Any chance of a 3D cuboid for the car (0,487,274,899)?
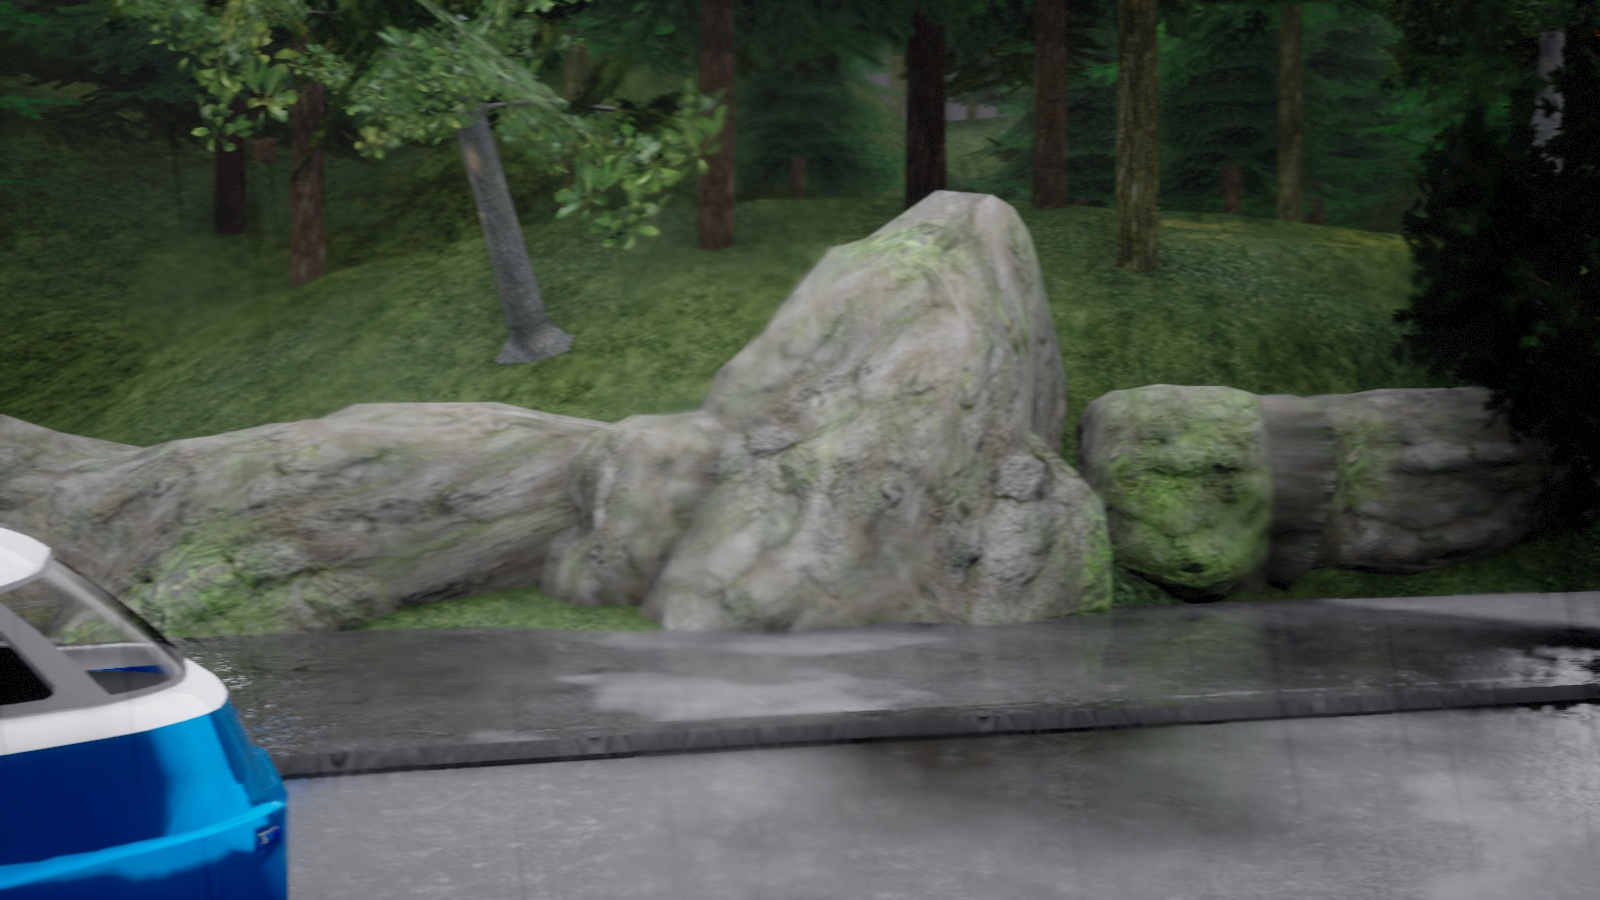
[{"bbox_3d":[-2.399,0.793,2.659,2.207,1.376,1.481,0,0,-29],"label":"car"}]
